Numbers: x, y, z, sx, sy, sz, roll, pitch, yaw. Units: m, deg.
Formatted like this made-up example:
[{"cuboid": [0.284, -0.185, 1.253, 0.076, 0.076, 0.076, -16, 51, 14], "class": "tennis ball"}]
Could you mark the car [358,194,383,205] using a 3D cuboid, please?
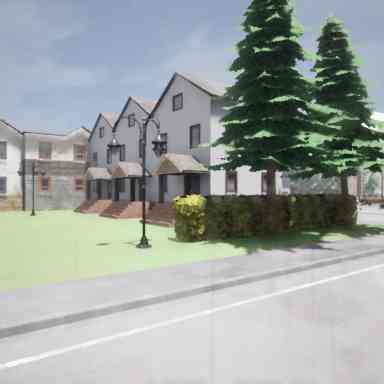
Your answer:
[{"cuboid": [27.228, 1.081, 49.253, 1.932, 1.855, 4.605, 0, 0, -36], "class": "car"}]

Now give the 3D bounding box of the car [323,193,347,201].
[{"cuboid": [32.093, 1.076, 74.708, 1.932, 1.855, 4.605, 0, 0, -36], "class": "car"}]
